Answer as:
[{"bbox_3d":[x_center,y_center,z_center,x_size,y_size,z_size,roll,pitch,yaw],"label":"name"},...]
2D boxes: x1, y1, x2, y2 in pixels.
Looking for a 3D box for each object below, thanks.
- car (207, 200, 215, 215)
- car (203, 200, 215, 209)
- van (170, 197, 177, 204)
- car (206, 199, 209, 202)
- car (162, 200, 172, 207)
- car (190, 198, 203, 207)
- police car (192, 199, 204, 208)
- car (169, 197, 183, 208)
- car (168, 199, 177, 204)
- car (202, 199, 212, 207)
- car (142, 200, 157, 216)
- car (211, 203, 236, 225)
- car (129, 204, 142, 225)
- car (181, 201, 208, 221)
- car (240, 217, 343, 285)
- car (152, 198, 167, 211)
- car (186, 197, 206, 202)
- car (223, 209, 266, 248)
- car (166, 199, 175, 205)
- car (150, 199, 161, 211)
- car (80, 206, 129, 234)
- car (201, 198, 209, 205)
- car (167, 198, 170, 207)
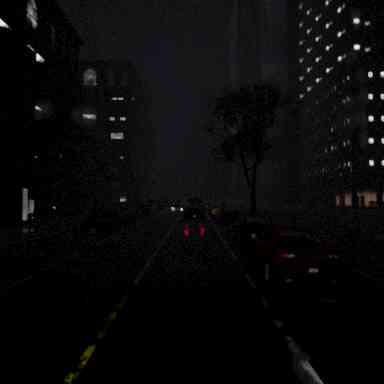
[{"bbox_3d":[2.915,1.951,37.736,1.752,1.417,4.829,1,-1,0],"label":"car"},{"bbox_3d":[3.044,2.228,59.841,2.008,1.369,4.403,1,-1,0],"label":"car"},{"bbox_3d":[-5.136,2.390,93.310,1.690,1.788,3.998,1,-1,0],"label":"van"},{"bbox_3d":[3.011,2.164,54.273,2.008,1.369,4.403,1,-1,0],"label":"car"},{"bbox_3d":[-5.271,2.336,71.030,1.887,1.381,4.507,1,-1,0],"label":"car"},{"bbox_3d":[0.937,2.158,71.423,2.097,1.767,4.553,0,-1,-6],"label":"car"},{"bbox_3d":[1.038,2.119,61.637,1.930,1.638,5.238,0,-1,-2],"label":"police car"},{"bbox_3d":[-2.668,2.186,63.007,1.882,1.535,5.008,0,-1,1],"label":"car"},{"bbox_3d":[-5.173,2.535,87.738,2.008,1.369,4.403,1,-1,0],"label":"car"},{"bbox_3d":[3.111,2.244,70.981,1.967,1.590,4.097,1,-1,0],"label":"car"},{"bbox_3d":[-5.467,1.977,37.615,1.947,1.339,4.313,1,-1,0],"label":"car"},{"bbox_3d":[2.848,1.849,26.426,2.008,1.369,4.403,1,-1,0],"label":"car"},{"bbox_3d":[-5.532,1.837,26.477,2.008,1.369,4.403,1,-1,0],"label":"car"},{"bbox_3d":[0.234,1.864,30.388,1.812,1.442,4.674,0,0,1],"label":"car"},{"bbox_3d":[2.750,1.658,9.718,1.887,1.381,4.507,1,-1,0],"label":"car"},{"bbox_3d":[-5.397,1.852,48.757,2.192,1.841,5.009,1,-1,0],"label":"car"},{"bbox_3d":[0.347,1.735,45.845,2.150,2.045,5.566,0,-1,-1],"label":"car"},{"bbox_3d":[2.783,1.725,15.288,2.008,1.369,4.403,1,-1,0],"label":"car"},{"bbox_3d":[-5.205,2.486,82.168,1.947,1.339,4.313,1,-1,0],"label":"car"},{"bbox_3d":[-5.434,1.998,43.015,1.752,1.417,4.829,1,-1,0],"label":"car"},{"bbox_3d":[-5.565,1.790,20.908,1.947,1.339,4.313,1,-1,0],"label":"car"},{"bbox_3d":[3.177,2.373,82.120,1.967,1.590,4.097,1,-1,0],"label":"car"},{"bbox_3d":[-5.299,2.043,65.463,2.192,1.841,5.009,1,-1,0],"label":"car"}]
